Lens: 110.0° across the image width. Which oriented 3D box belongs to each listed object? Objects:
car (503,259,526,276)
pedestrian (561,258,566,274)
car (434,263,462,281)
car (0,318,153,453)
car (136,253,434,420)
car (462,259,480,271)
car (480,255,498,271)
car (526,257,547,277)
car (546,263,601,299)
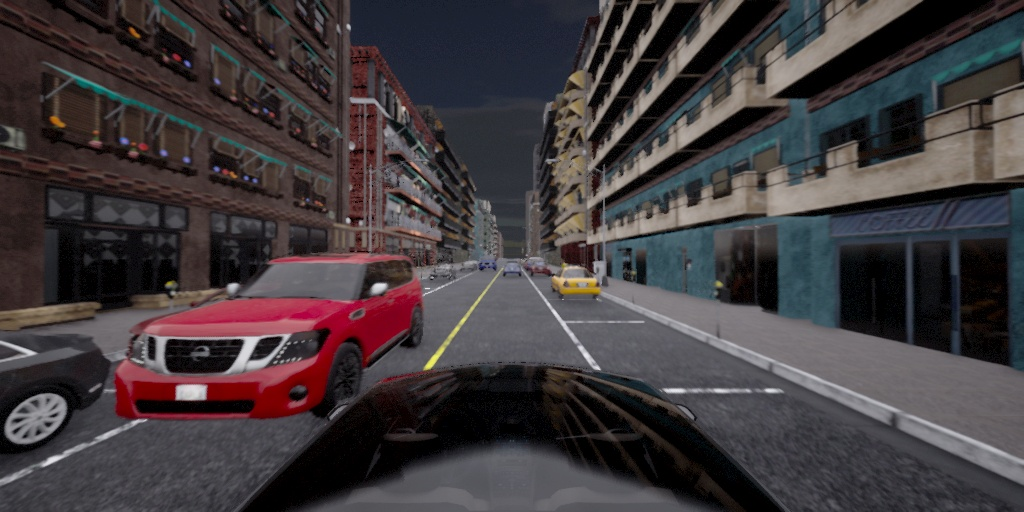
[{"bbox_3d":[0.035,1.271,35.894,2.033,1.411,5.357,0,0,1],"label":"car"},{"bbox_3d":[2.990,1.028,20.824,0.375,1.860,0.375,1,0,0],"label":"pedestrian"},{"bbox_3d":[-5.693,1.278,30.062,2.007,1.370,4.403,0,0,0],"label":"car"},{"bbox_3d":[-5.689,1.300,2.445,2.007,1.370,4.403,0,0,0],"label":"car"},{"bbox_3d":[-3.101,0.968,6.231,2.150,2.045,5.566,0,0,0],"label":"car"},{"bbox_3d":[-5.695,1.268,46.632,2.007,1.370,4.403,0,0,0],"label":"car"},{"bbox_3d":[-3.087,0.939,47.323,2.150,2.045,5.566,0,0,0],"label":"car"},{"bbox_3d":[2.688,1.163,35.573,1.967,1.591,4.097,0,0,0],"label":"car"},{"bbox_3d":[2.998,1.192,17.823,1.801,1.575,5.366,0,0,0],"label":"car"}]
